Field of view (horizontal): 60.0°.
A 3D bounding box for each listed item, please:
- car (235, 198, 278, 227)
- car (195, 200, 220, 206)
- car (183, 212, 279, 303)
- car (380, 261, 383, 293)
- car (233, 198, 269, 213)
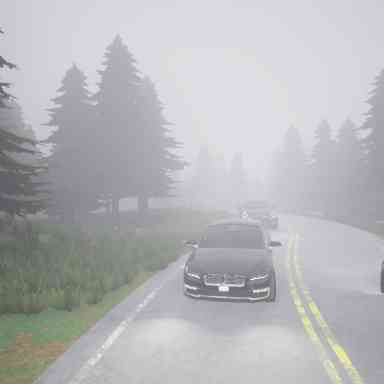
[{"bbox_3d":[3.904,1.269,20.411,2.097,1.767,4.553,-1,0,5],"label":"car"},{"bbox_3d":[1.965,1.798,44.867,1.812,1.442,4.674,3,-5,-35],"label":"car"},{"bbox_3d":[1.100,1.496,8.421,1.837,1.490,4.892,-1,0,13],"label":"car"},{"bbox_3d":[4.498,1.308,4.647,2.097,1.767,4.553,-1,0,8],"label":"car"},{"bbox_3d":[6.240,1.410,35.738,1.837,1.490,4.892,2,-1,-15],"label":"car"}]
